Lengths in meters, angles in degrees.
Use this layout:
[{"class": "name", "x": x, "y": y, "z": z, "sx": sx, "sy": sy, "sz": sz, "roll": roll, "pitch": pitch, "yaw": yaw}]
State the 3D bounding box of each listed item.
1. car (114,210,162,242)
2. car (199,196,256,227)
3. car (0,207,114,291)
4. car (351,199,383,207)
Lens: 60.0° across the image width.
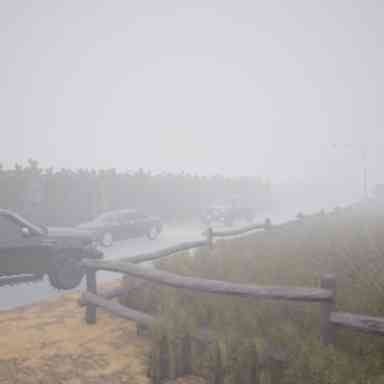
[{"class": "car", "x": -3.447, "y": 1.636, "z": 15.849, "sx": 1.837, "sy": 1.490, "sz": 4.892, "roll": -1, "pitch": 0, "yaw": 36}, {"class": "car", "x": 2.740, "y": 1.343, "z": 24.464, "sx": 2.150, "sy": 2.045, "sz": 5.566, "roll": -1, "pitch": 0, "yaw": 36}, {"class": "car", "x": -4.912, "y": 1.312, "z": 7.611, "sx": 5.566, "sy": 2.045, "sz": 2.150, "roll": 0, "pitch": 1, "yaw": -35}, {"class": "car", "x": 21.632, "y": 1.451, "z": 39.391, "sx": 4.718, "sy": 1.301, "sz": 1.895, "roll": -2, "pitch": 0, "yaw": 3}]
